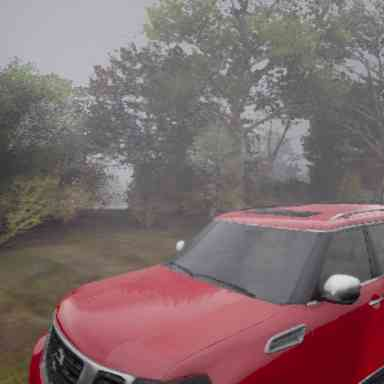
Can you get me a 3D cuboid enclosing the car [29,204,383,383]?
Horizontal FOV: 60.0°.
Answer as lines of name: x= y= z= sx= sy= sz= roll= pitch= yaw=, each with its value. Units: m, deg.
car: x=1.175 y=1.208 z=3.983 sx=5.566 sy=2.045 sz=2.150 roll=0 pitch=0 yaw=-37
